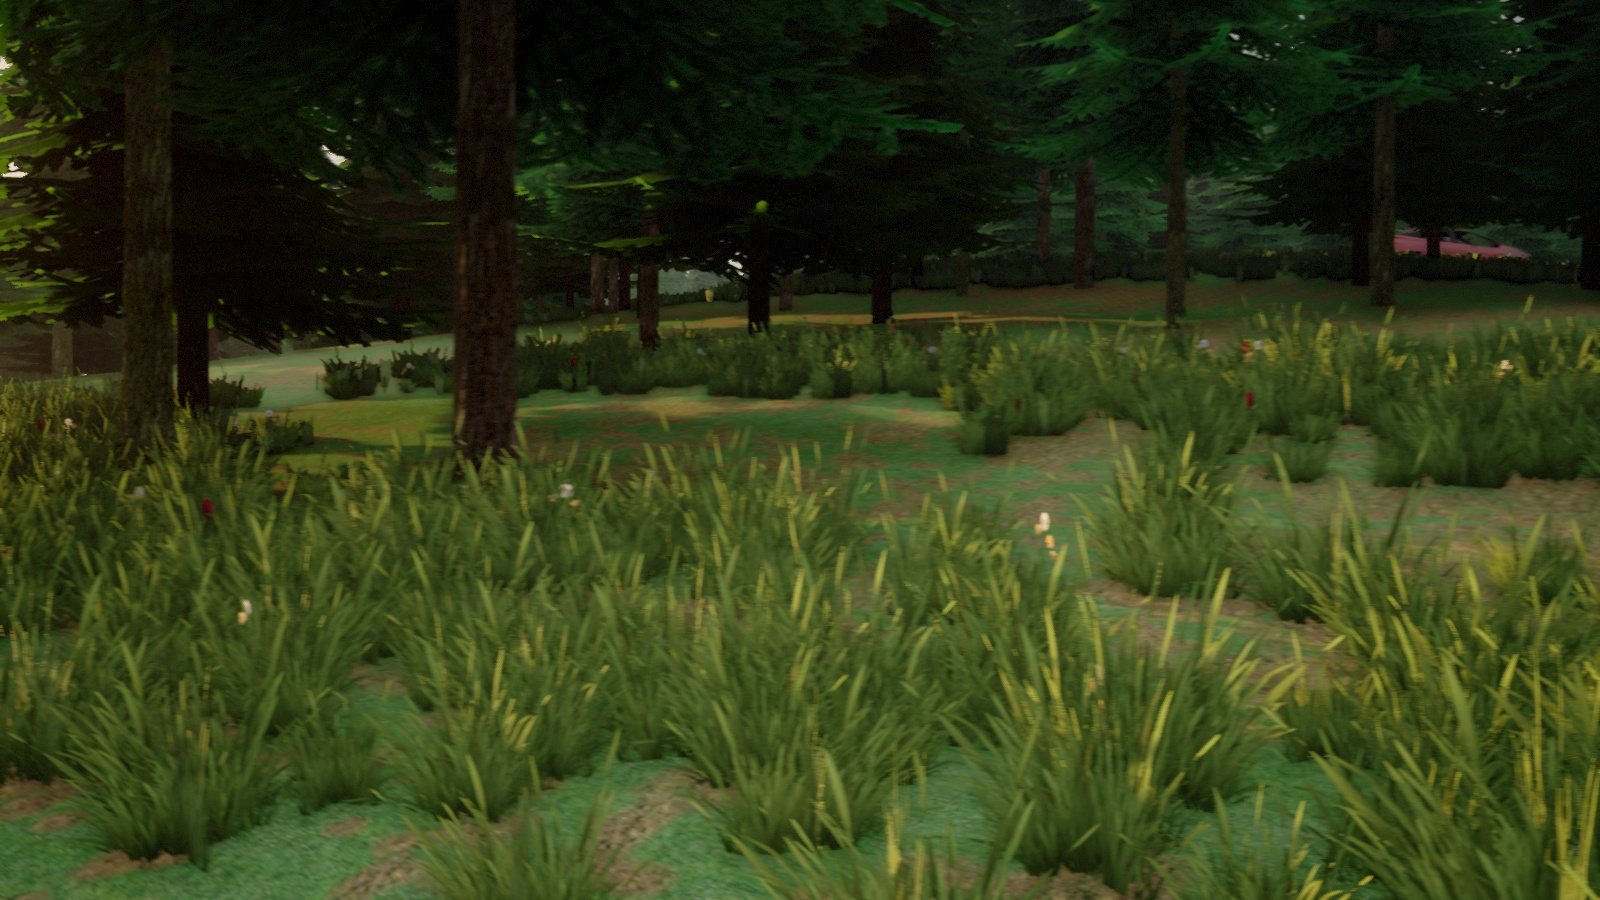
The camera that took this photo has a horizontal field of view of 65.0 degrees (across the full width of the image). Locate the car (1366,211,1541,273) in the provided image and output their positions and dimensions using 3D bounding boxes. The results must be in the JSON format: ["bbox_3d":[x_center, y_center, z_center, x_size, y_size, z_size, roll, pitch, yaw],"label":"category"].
[{"bbox_3d":[21.068,-6.715,40.659,4.514,1.525,2.007,4,1,8],"label":"car"}]
